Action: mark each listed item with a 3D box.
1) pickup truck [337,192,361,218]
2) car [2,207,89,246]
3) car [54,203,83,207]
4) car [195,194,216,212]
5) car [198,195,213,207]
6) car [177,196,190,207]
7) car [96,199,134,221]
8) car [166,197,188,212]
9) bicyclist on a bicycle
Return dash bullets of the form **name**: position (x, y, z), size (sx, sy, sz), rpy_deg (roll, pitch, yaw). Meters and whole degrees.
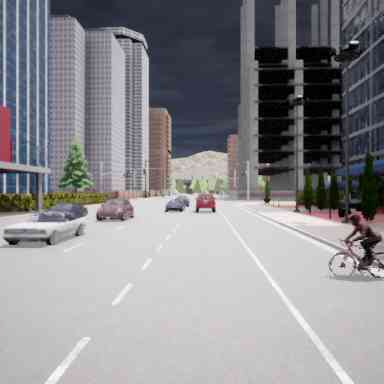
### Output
- **pickup truck**: position (14.201, 1.054, 28.443), size (2.390, 2.098, 6.274), rpy_deg (0, 0, 33)
- **car**: position (-6.560, 1.598, 15.370), size (1.895, 1.301, 4.718), rpy_deg (0, 0, 2)
- **car**: position (-9.641, 1.543, 25.592), size (2.033, 1.411, 5.357), rpy_deg (0, 0, 2)
- **car**: position (1.564, 1.212, 38.259), size (2.150, 2.045, 5.566), rpy_deg (0, 0, 2)
- **car**: position (2.046, 1.343, 50.475), size (2.097, 1.767, 4.553), rpy_deg (0, 0, 2)
- **car**: position (-1.463, 1.343, 50.282), size (2.097, 1.767, 4.553), rpy_deg (0, 0, 2)
- **car**: position (-6.086, 1.346, 26.727), size (2.097, 1.767, 4.553), rpy_deg (0, 0, 3)
- **car**: position (-1.920, 1.557, 38.776), size (1.994, 1.385, 4.181), rpy_deg (0, 0, 2)
- **bicyclist on a bicycle**: position (4.341, 1.426, 8.518), size (1.656, 1.620, 0.582), rpy_deg (0, 0, 2)
